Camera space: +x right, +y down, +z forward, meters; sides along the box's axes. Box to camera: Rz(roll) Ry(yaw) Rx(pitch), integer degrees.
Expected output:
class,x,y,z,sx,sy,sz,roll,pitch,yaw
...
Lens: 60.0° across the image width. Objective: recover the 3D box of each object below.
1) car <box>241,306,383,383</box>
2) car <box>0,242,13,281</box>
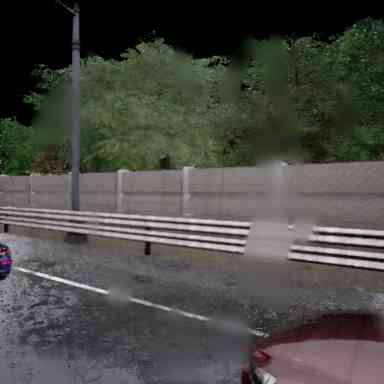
class,x,y,z,sx,sy,sz,roll,pitch,yaw
car,2.658,1.435,1.973,4.856,1.649,2.033,0,0,35
car,-6.302,1.481,8.358,4.674,1.442,1.812,0,0,35
